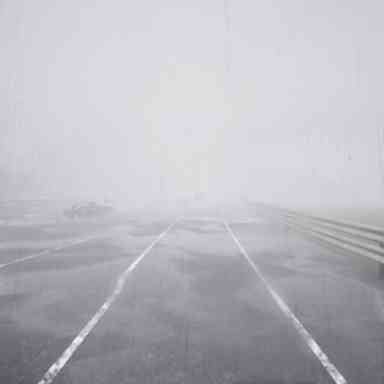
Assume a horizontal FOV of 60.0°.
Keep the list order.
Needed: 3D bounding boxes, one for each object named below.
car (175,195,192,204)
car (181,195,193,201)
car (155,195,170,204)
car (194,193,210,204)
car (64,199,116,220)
[{"bbox_3d":[-1.738,1.430,60.544,1.812,1.442,4.674,0,0,12],"label":"car"},{"bbox_3d":[-1.253,1.472,79.201,1.812,1.442,4.674,0,0,13],"label":"car"},{"bbox_3d":[-5.321,1.382,60.529,1.882,1.535,5.008,0,0,12],"label":"car"},{"bbox_3d":[1.832,1.126,60.616,2.150,2.045,5.566,0,0,12],"label":"car"},{"bbox_3d":[-8.059,1.434,26.303,1.895,1.301,4.718,0,0,9],"label":"car"}]
